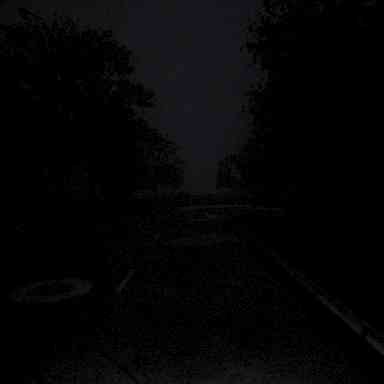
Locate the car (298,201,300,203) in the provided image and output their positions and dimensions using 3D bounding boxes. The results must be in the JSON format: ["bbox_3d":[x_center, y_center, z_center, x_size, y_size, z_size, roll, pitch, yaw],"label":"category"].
[{"bbox_3d":[14.308,1.377,38.683,4.718,1.301,1.895,1,3,-3],"label":"car"}]
